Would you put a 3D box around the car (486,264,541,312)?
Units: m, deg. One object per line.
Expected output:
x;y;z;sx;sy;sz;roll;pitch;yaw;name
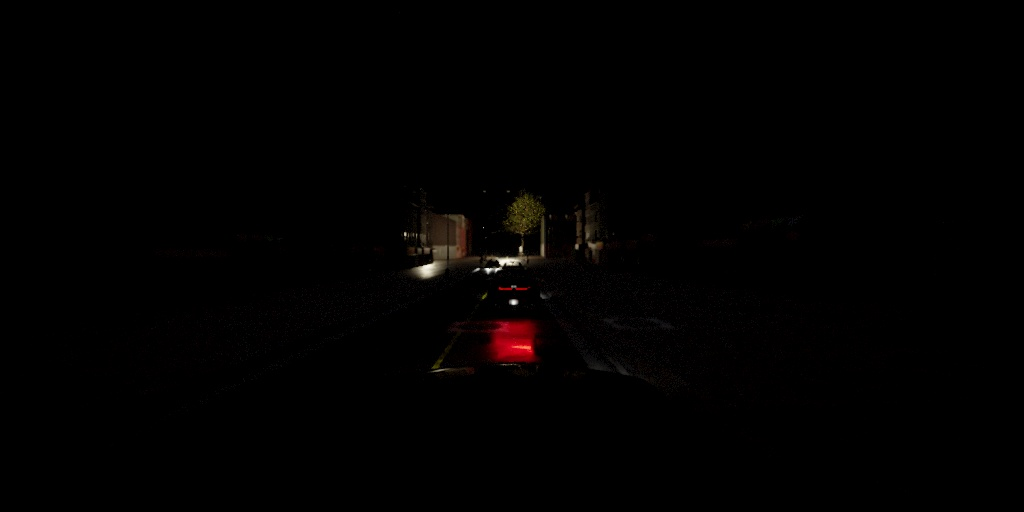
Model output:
0.071;1.246;14.089;1.837;1.490;4.892;0;0;0;car

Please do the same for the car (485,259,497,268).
-2.818;1.131;53.614;1.994;1.385;4.181;0;1;0;car

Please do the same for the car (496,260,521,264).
0.062;1.211;29.138;2.128;1.511;4.902;0;0;1;car
